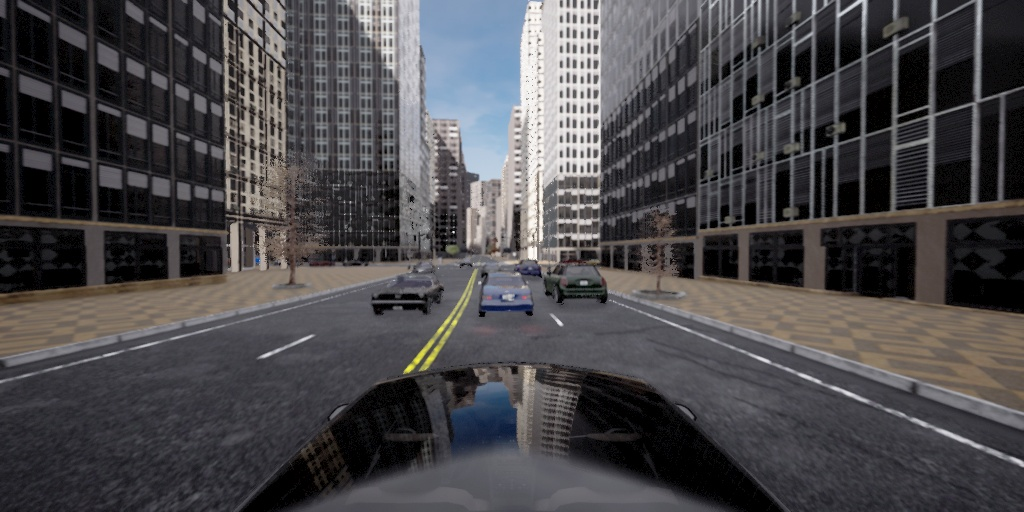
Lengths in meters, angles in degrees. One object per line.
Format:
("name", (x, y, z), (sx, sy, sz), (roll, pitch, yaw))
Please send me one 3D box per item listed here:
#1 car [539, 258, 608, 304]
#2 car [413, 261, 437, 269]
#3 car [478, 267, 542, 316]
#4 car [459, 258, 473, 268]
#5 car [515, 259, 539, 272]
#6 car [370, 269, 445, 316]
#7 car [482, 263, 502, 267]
("car", (2.734, 1.091, 16.427), (2.097, 1.767, 4.553), (0, 0, -4))
("car", (-8.826, 1.254, 36.468), (2.128, 1.511, 4.902), (0, 0, -5))
("car", (-0.299, 1.296, 13.419), (2.033, 1.411, 5.357), (0, 0, -3))
("car", (-7.080, 1.019, 55.532), (1.882, 1.535, 5.008), (0, 0, -5))
("car", (1.423, 1.085, 33.204), (2.097, 1.767, 4.553), (0, 0, -5))
("car", (-3.765, 1.358, 13.644), (1.895, 1.301, 4.718), (0, 0, -3))
("car", (-1.893, 1.306, 33.876), (1.994, 1.385, 4.181), (0, 0, -5))
